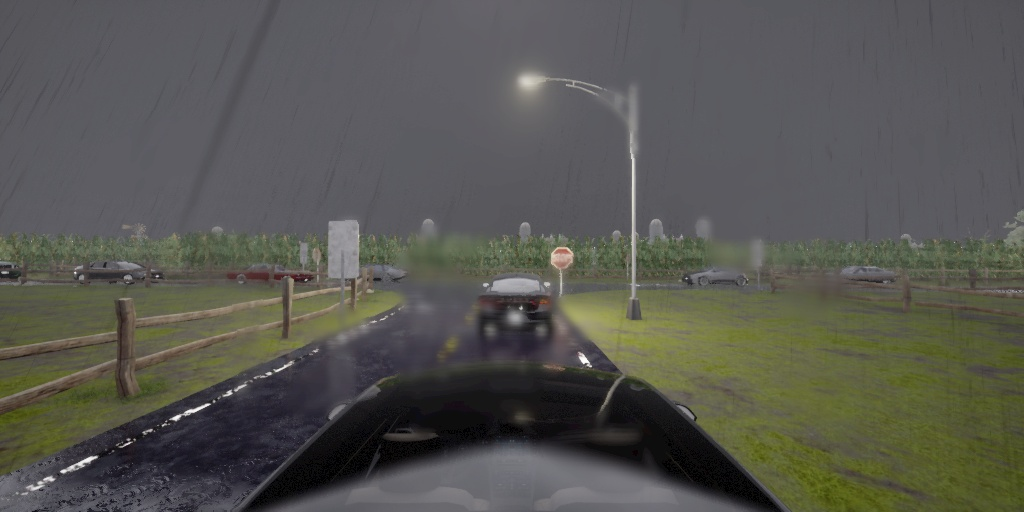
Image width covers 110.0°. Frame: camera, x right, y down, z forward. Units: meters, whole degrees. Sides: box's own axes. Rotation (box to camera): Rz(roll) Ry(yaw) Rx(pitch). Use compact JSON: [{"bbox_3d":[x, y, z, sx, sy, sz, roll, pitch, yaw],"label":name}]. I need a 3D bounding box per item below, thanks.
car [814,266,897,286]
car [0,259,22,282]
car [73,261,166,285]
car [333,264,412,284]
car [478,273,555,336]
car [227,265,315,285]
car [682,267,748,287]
[{"bbox_3d":[24.833,1.477,26.039,4.902,1.511,2.128,0,-1,0],"label":"car"},{"bbox_3d":[-35.973,0.717,23.549,5.566,2.045,2.150,0,-1,1],"label":"car"},{"bbox_3d":[-25.609,1.066,23.463,4.892,1.490,1.837,0,-1,1],"label":"car"},{"bbox_3d":[-10.140,1.263,26.298,5.357,1.411,2.033,0,-1,0],"label":"car"},{"bbox_3d":[0.152,1.230,10.478,1.882,1.535,5.008,0,0,2],"label":"car"},{"bbox_3d":[-15.569,1.229,23.353,4.718,1.301,1.895,0,-1,2],"label":"car"},{"bbox_3d":[14.719,1.470,26.116,4.181,1.385,1.994,0,-1,1],"label":"car"}]
